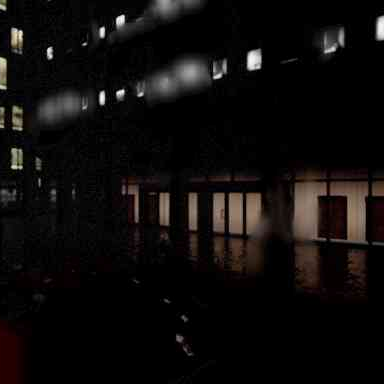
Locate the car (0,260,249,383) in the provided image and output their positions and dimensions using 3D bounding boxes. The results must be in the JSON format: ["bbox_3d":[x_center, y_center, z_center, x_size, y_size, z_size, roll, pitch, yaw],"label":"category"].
[{"bbox_3d":[-1.544,1.517,4.000,4.507,1.381,1.887,1,0,36],"label":"car"}]
